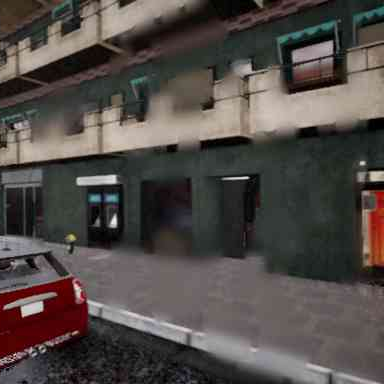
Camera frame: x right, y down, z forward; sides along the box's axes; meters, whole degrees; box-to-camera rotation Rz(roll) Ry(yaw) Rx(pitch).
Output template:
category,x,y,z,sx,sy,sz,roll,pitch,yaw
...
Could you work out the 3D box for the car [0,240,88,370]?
category,x,y,z,sx,sy,sz,roll,pitch,yaw
car,-3.555,1.488,5.255,4.097,1.590,1.967,-1,-1,35
